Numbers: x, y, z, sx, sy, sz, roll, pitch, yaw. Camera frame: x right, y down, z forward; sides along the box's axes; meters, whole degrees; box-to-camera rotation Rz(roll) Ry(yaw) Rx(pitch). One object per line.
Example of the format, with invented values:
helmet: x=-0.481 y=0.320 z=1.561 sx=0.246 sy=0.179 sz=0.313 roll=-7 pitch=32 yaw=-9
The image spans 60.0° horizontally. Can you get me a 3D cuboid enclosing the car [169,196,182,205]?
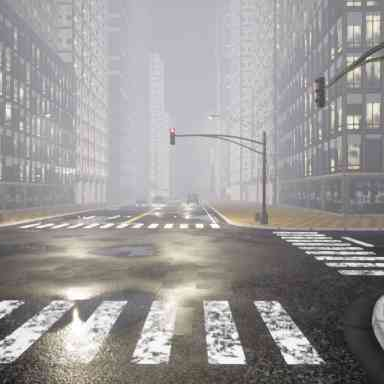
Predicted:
car: x=-3.136 y=1.702 z=60.233 sx=1.895 sy=1.301 sz=4.718 roll=0 pitch=0 yaw=0

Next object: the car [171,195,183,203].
car: x=-3.117 y=1.495 z=70.205 sx=2.128 sy=1.511 sz=4.902 roll=0 pitch=0 yaw=0

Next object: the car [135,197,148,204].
car: x=-9.628 y=1.664 z=64.384 sx=2.033 sy=1.411 sz=5.357 roll=0 pitch=0 yaw=0

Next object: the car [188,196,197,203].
car: x=0.134 y=1.541 z=70.616 sx=1.994 sy=1.385 sz=4.181 roll=0 pitch=0 yaw=0

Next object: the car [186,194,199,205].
car: x=0.115 y=1.323 z=60.229 sx=2.150 sy=2.045 sz=5.566 roll=0 pitch=0 yaw=0

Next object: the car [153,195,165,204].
car: x=-6.378 y=1.468 z=64.409 sx=2.097 sy=1.767 sz=4.553 roll=0 pitch=0 yaw=0
